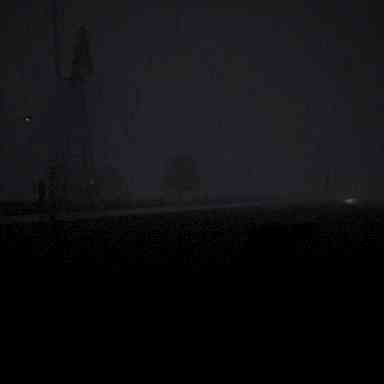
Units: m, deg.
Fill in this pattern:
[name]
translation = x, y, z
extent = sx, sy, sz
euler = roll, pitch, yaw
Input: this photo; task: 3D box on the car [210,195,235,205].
[car]
translation = 4.767, 1.215, 52.104
extent = 1.882, 1.535, 5.008
euler = 1, 1, 39
